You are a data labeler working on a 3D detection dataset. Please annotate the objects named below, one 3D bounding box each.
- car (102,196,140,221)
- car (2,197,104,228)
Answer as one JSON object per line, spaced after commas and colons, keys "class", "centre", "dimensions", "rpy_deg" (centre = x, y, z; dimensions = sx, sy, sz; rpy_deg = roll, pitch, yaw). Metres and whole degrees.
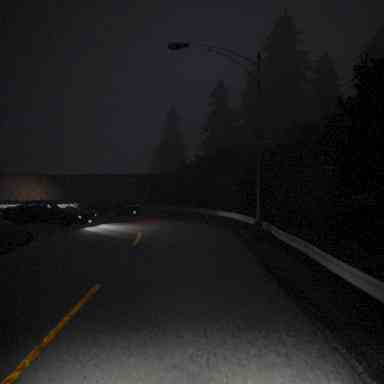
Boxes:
{"class": "car", "centre": [-5.701, 1.035, 22.271], "dimensions": [4.902, 1.511, 2.128], "rpy_deg": [1, 1, 32]}
{"class": "car", "centre": [-7.968, 1.166, 18.621], "dimensions": [5.357, 1.411, 2.033], "rpy_deg": [0, 1, 18]}
